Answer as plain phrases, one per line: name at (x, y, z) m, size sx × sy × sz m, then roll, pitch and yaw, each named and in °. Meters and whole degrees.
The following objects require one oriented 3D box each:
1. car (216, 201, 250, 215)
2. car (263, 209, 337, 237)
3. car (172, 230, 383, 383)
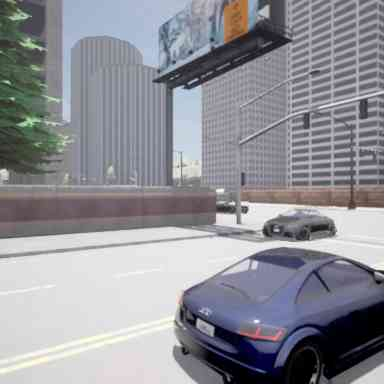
car at (3.745, 1.598, 34.195) m, size 1.895 × 1.301 × 4.718 m, roll 0°, pitch 0°, yaw -35°
car at (5.387, 1.562, 16.498) m, size 4.181 × 1.385 × 1.994 m, roll 0°, pitch 0°, yaw -40°
car at (1.796, 1.563, 5.074) m, size 4.181 × 1.385 × 1.994 m, roll 0°, pitch 0°, yaw -35°
